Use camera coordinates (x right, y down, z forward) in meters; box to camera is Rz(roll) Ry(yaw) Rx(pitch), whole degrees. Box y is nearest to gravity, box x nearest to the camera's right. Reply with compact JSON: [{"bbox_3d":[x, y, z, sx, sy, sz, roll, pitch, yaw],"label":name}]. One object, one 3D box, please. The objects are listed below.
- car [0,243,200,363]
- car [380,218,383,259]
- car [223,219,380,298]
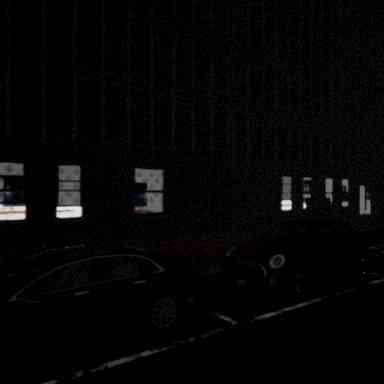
[{"bbox_3d":[-1.915,1.555,5.194,4.403,1.369,2.008,0,0,-35],"label":"car"},{"bbox_3d":[7.355,1.581,11.803,4.403,1.369,2.008,0,0,-35],"label":"car"},{"bbox_3d":[2.721,1.458,8.499,4.097,1.590,1.967,0,0,-35],"label":"car"}]
